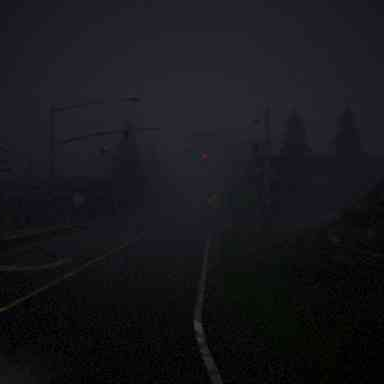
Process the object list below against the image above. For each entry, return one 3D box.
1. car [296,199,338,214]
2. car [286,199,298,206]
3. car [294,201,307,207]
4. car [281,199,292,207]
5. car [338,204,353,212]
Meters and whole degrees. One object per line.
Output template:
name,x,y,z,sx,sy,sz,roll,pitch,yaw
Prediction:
car,15.023,2.101,40.319,3.866,1.878,1.905,1,-1,3
car,26.214,2.730,87.227,1.932,1.855,4.605,1,-1,3
car,25.708,2.858,78.760,1.970,1.475,3.806,1,-1,3
car,22.432,2.550,79.587,1.905,1.878,3.866,1,-1,3
car,19.711,2.403,45.689,4.611,1.667,2.242,1,-1,3
